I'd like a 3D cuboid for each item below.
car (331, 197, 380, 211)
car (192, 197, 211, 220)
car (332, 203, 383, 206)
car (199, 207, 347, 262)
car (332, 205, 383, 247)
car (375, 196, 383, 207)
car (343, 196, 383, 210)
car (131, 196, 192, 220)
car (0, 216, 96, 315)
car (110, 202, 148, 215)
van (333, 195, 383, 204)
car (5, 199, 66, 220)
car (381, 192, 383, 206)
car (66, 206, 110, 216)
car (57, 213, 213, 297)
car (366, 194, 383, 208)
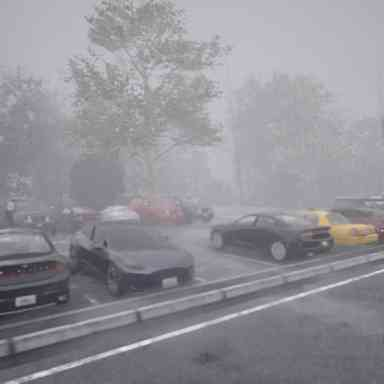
[{"bbox_3d":[19.910,1.393,40.692,2.231,1.521,4.892,-1,0,-35],"label":"car"},{"bbox_3d":[-0.616,1.335,26.030,2.435,2.045,5.566,-1,0,-35],"label":"car"},{"bbox_3d":[7.239,1.464,15.635,2.163,1.488,4.792,-1,0,-35],"label":"car"},{"bbox_3d":[2.695,1.478,12.356,2.097,1.535,5.008,-1,0,-35],"label":"car"},{"bbox_3d":[4.865,1.454,14.136,1.946,1.575,5.366,-1,0,-35],"label":"car"},{"bbox_3d":[28.974,1.336,47.106,2.163,1.488,4.792,-1,0,-35],"label":"car"},{"bbox_3d":[22.282,1.366,42.147,1.946,1.575,5.366,-1,0,-35],"label":"car"},{"bbox_3d":[-2.784,1.355,24.485,2.435,2.045,5.566,-1,0,-35],"label":"car"},{"bbox_3d":[-4.151,1.560,7.480,2.231,1.521,4.892,-1,0,-35],"label":"car"},{"bbox_3d":[-5.163,1.671,22.819,2.002,1.452,4.674,-1,0,-35],"label":"car"},{"bbox_3d":[9.603,1.185,17.144,1.878,1.987,4.442,-1,0,-35],"label":"van"},{"bbox_3d":[-9.589,1.430,19.638,2.435,2.045,5.566,-1,0,-35],"label":"car"},{"bbox_3d":[31.197,1.034,48.765,2.435,2.045,5.566,-1,0,-35],"label":"car"},{"bbox_3d":[-7.329,1.656,21.273,2.097,1.535,5.008,-1,0,-35],"label":"car"},{"bbox_3d":[-1.858,1.559,9.083,2.163,1.488,4.792,-1,0,-35],"label":"car"},{"bbox_3d":[26.675,1.203,45.544,2.185,1.767,4.553,-1,0,-35],"label":"car"}]
